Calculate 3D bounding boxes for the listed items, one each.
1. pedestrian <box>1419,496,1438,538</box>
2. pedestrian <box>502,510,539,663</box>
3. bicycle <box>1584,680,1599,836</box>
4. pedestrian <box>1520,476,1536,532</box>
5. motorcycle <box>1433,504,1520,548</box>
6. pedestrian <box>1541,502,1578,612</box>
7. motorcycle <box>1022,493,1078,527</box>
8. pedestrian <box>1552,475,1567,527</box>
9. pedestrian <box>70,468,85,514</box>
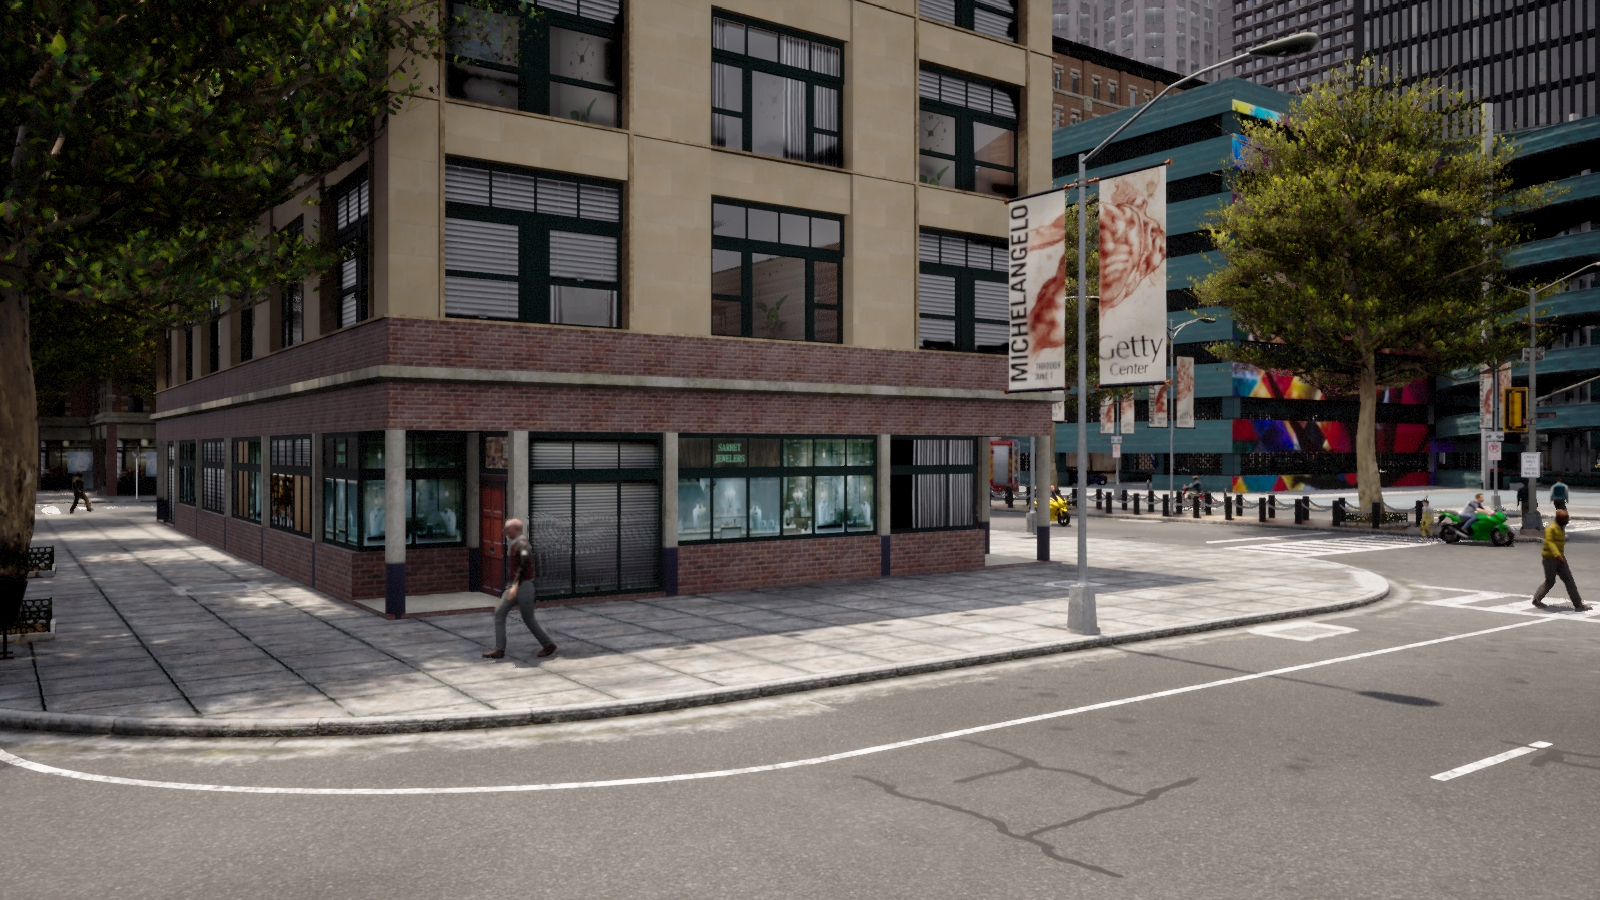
[{"bbox_3d":[19.816,2.114,36.012,0.375,1.300,0.375,0,0,-14],"label":"pedestrian"},{"bbox_3d":[-3.516,1.694,14.350,0.375,1.860,0.375,0,0,-28],"label":"pedestrian"},{"bbox_3d":[6.585,2.252,8.435,1.487,1.080,0.859,0,0,-35],"label":"bicycle"},{"bbox_3d":[24.656,1.832,38.707,0.375,1.860,0.375,0,0,-45],"label":"pedestrian"},{"bbox_3d":[19.670,2.199,33.268,0.803,1.145,2.033,0,0,-39],"label":"motorcycle"},{"bbox_3d":[13.123,1.840,19.745,0.375,1.860,0.375,0,0,-22],"label":"pedestrian"},{"bbox_3d":[9.194,2.200,42.117,0.803,1.145,2.033,0,0,-33],"label":"motorcycle"},{"bbox_3d":[27.228,1.830,40.961,0.375,1.860,0.375,0,0,43],"label":"pedestrian"},{"bbox_3d":[-29.792,1.695,47.111,0.375,1.860,0.375,0,0,7],"label":"pedestrian"}]
